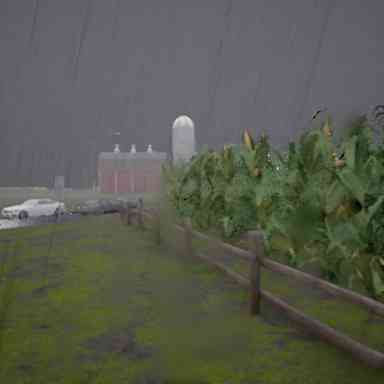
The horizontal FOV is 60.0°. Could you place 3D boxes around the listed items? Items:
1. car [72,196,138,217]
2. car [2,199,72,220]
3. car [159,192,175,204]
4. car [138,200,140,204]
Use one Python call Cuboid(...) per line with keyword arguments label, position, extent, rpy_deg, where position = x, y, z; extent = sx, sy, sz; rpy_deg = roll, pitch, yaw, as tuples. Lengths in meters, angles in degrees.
Cuboid(label="car", position=(-7.200, 1.195, 27.053), extent=(2.033, 1.411, 5.357), rpy_deg=(-1, 1, 31))
Cuboid(label="car", position=(-11.824, 1.265, 25.234), extent=(1.812, 1.442, 4.674), rpy_deg=(-1, 1, 31))
Cuboid(label="car", position=(-2.084, 0.614, 42.751), extent=(2.150, 2.045, 5.566), rpy_deg=(-1, 1, 26))
Cuboid(label="car", position=(-6.981, 1.139, 33.445), extent=(1.994, 1.385, 4.181), rpy_deg=(-1, 1, 29))
